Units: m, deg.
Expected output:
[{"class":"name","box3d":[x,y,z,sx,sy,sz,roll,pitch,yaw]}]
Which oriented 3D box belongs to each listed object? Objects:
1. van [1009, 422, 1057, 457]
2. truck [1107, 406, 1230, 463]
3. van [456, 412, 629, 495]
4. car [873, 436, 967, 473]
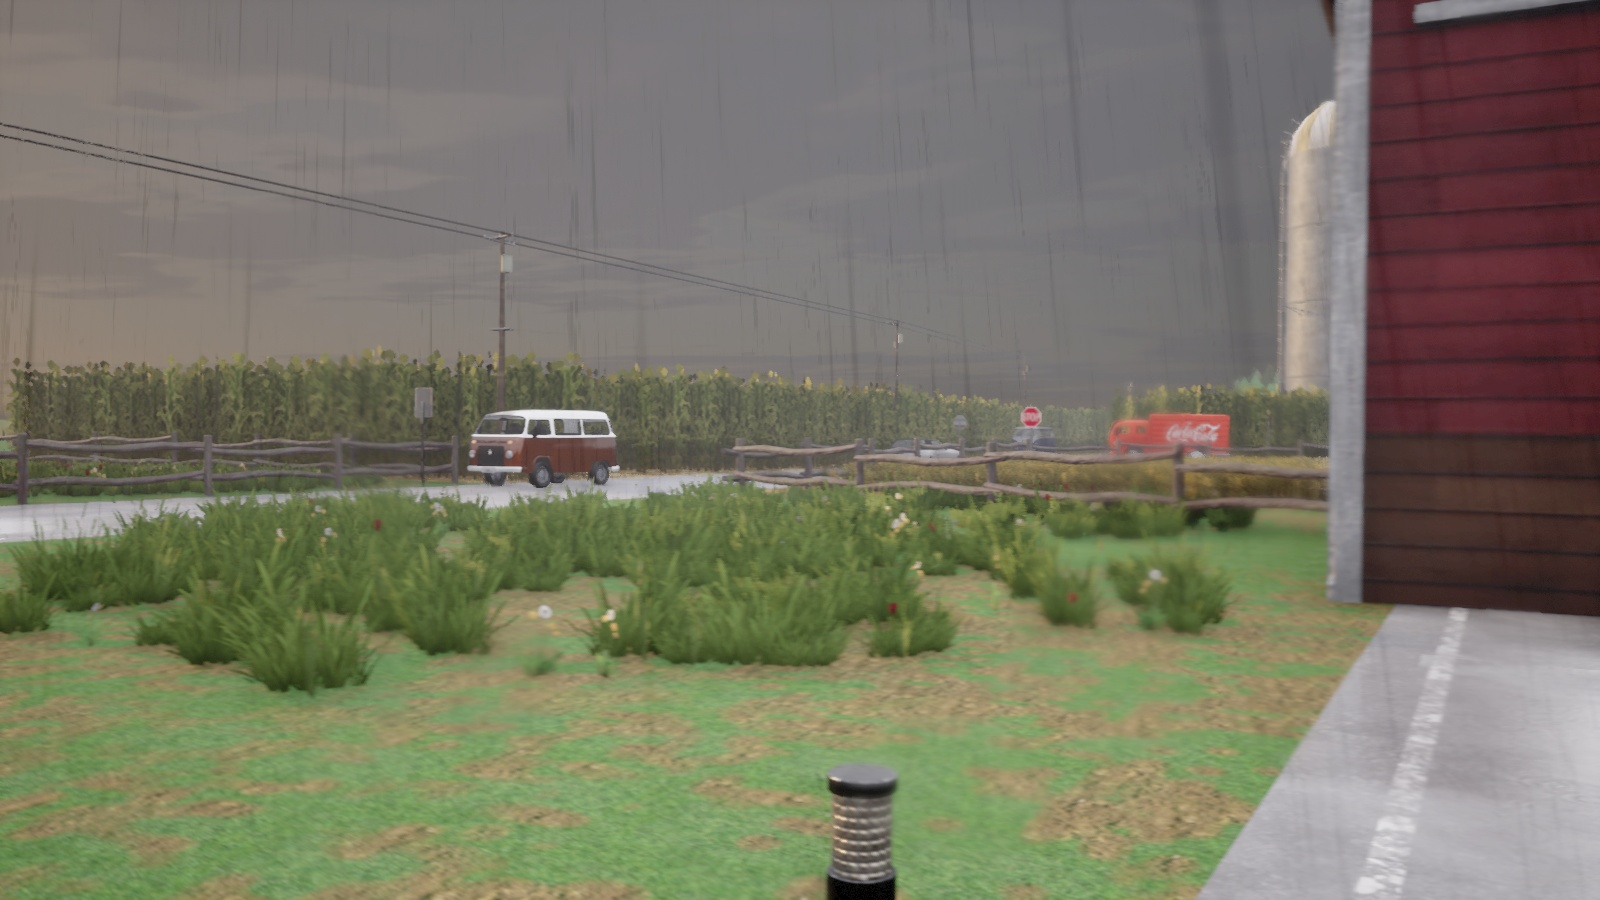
[{"class":"van","box3d":[13.665,-0.644,73.464,1.775,1.987,4.442,0,1,23]},{"class":"truck","box3d":[16.573,-0.675,56.424,5.204,2.467,2.627,0,1,19]},{"class":"van","box3d":[-6.716,0.062,33.260,2.069,2.038,4.480,0,1,28]},{"class":"car","box3d":[4.621,0.139,47.688,1.895,1.301,4.718,0,1,28]}]
